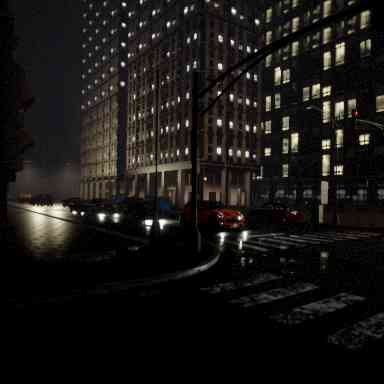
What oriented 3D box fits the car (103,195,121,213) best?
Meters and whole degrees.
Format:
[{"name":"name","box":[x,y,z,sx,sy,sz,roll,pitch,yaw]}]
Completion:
[{"name":"car","box":[-9.926,1.402,36.113,1.882,1.535,5.008,1,-1,-36]}]

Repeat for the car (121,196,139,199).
[{"name":"car","box":[-6.951,1.340,37.447,2.097,1.767,4.553,1,-1,-36]}]

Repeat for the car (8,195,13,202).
[{"name":"car","box":[-37.029,1.396,69.765,1.947,1.339,4.313,1,-1,-35]}]

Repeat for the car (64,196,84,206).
[{"name":"car","box":[-19.724,1.488,55.393,1.812,1.442,4.674,1,-1,-35]}]

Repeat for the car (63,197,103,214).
[{"name":"car","box":[-10.851,1.427,32.931,2.008,1.369,4.403,1,-1,-35]}]

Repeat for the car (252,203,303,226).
[{"name":"car","box":[5.798,1.505,23.974,1.967,1.590,4.097,1,-1,-35]}]

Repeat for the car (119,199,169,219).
[{"name":"car","box":[-4.060,1.502,27.845,1.994,1.385,4.181,1,-1,-35]}]

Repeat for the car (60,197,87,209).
[{"name":"car","box":[-15.916,1.404,44.608,2.128,1.511,4.902,1,-1,-35]}]

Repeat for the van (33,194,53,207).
[{"name":"van","box":[-20.664,1.197,46.746,1.690,1.788,3.998,1,-1,-35]}]

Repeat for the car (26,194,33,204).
[{"name":"car","box":[-23.940,1.432,51.348,1.802,1.307,4.206,1,-1,-35]}]

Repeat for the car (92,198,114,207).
[{"name":"car","box":[-13.838,1.586,51.597,1.947,1.339,4.313,1,-1,-35]}]

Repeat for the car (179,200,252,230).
[{"name":"car","box":[1.144,1.303,20.531,2.097,1.767,4.553,1,-1,-35]}]

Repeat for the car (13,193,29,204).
[{"name":"car","box":[-30.480,1.155,60.559,2.192,1.841,5.009,1,-1,-35]}]

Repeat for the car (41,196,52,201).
[{"name":"car","box":[-36.744,1.570,83.827,1.802,1.307,4.206,1,-1,-35]}]

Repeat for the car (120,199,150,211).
[{"name":"car","box":[-7.293,1.584,42.389,2.008,1.369,4.403,1,-1,-35]}]

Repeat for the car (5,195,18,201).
[{"name":"car","box":[-40.300,1.377,74.369,2.008,1.369,4.403,1,-1,-35]}]

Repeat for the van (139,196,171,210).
[{"name":"van","box":[-4.017,1.382,37.787,1.690,1.788,3.998,1,-1,-35]}]

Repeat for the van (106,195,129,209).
[{"name":"van","box":[-10.561,1.368,46.996,1.690,1.788,3.998,1,-1,-35]}]
